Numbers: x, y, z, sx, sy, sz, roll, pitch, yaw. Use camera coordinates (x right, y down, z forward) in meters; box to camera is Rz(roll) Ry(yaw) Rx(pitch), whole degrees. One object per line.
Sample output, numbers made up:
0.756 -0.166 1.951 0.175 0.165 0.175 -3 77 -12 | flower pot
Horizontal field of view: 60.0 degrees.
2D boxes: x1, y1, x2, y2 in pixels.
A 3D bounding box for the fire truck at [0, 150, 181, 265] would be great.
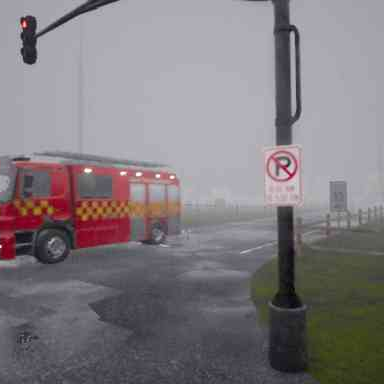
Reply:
-4.050 0.516 13.659 2.891 3.827 8.468 -1 -2 36 | fire truck
